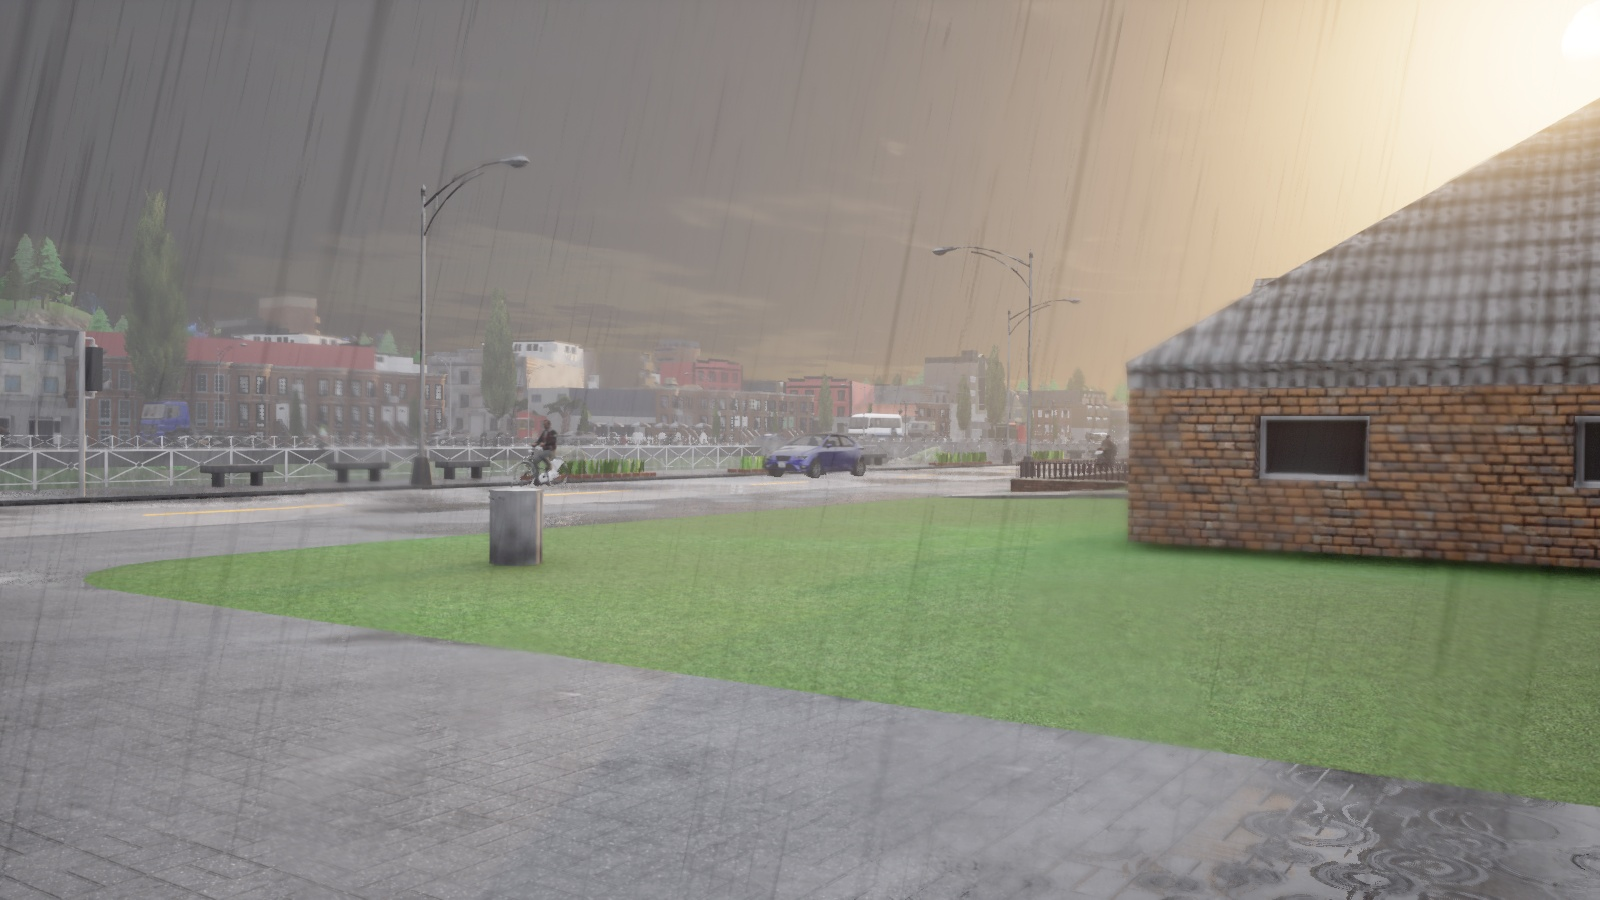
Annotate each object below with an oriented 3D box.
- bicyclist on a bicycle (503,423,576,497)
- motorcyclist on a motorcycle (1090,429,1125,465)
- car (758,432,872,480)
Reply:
[{"bbox_3d":[-6.504,0.232,31.407,0.659,1.776,1.843,0,1,34],"label":"bicyclist on a bicycle"},{"bbox_3d":[13.203,-0.141,53.852,0.797,1.523,2.044,0,1,34],"label":"motorcyclist on a motorcycle"},{"bbox_3d":[0.551,0.166,42.032,1.816,1.474,4.193,0,1,34],"label":"car"}]
